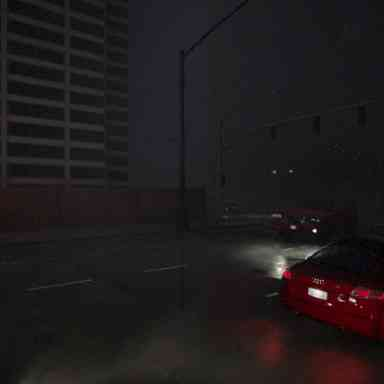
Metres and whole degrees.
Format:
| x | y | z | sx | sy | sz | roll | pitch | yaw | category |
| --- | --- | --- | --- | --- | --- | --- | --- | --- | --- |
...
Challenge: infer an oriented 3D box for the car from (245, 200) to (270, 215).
| x | y | z | sx | sy | sz | roll | pitch | yaw | category |
| --- | --- | --- | --- | --- | --- | --- | --- | --- | --- |
| 7.175 | 1.564 | 34.491 | 1.994 | 1.385 | 4.181 | 0 | 0 | -37 | car |

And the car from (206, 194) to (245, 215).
| x | y | z | sx | sy | sz | roll | pitch | yaw | category |
| --- | --- | --- | --- | --- | --- | --- | --- | --- | --- |
| 2.581 | 1.222 | 34.841 | 2.150 | 2.045 | 5.566 | 0 | 0 | -36 | car |

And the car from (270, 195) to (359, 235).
| x | y | z | sx | sy | sz | roll | pitch | yaw | category |
| --- | --- | --- | --- | --- | --- | --- | --- | --- | --- |
| 6.555 | 1.221 | 16.864 | 5.566 | 2.045 | 2.150 | 0 | 1 | -44 | car |

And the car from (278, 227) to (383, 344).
| x | y | z | sx | sy | sz | roll | pitch | yaw | category |
| --- | --- | --- | --- | --- | --- | --- | --- | --- | --- |
| 3.614 | 1.564 | 6.376 | 4.181 | 1.385 | 1.994 | 0 | 0 | -35 | car |
